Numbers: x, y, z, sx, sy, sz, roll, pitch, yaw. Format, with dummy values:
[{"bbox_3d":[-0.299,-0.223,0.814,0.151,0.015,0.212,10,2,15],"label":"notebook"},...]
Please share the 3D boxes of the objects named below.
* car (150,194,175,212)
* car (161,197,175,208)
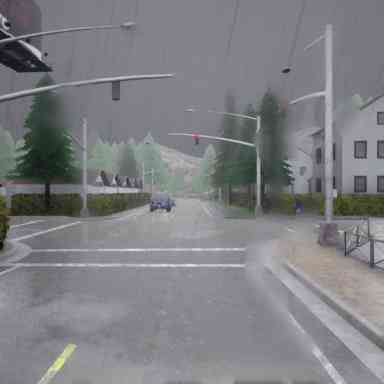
[{"bbox_3d":[-3.579,1.221,38.998,2.150,2.045,5.566,0,0,0],"label":"car"},{"bbox_3d":[-3.545,1.526,50.744,1.812,1.442,4.674,0,0,0],"label":"car"}]
